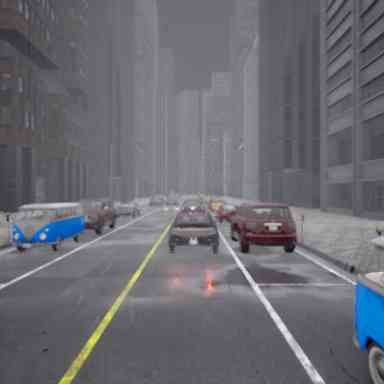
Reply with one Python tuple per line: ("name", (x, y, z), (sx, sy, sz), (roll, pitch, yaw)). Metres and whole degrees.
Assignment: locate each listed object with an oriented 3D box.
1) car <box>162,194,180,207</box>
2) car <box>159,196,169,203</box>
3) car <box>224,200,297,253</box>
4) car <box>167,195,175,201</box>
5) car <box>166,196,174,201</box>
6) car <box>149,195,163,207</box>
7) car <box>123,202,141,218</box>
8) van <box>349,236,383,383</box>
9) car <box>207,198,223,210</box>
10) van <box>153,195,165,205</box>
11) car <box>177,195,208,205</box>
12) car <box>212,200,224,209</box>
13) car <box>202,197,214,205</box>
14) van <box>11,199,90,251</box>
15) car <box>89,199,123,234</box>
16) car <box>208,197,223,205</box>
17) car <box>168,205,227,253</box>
("car", (-3.074, 1.543, 50.838), (1.837, 1.490, 4.892), (0, 0, 0))
("car", (-5.754, 1.586, 69.633), (1.752, 1.417, 4.829), (0, 0, 0))
("car", (2.765, 1.325, 13.718), (2.192, 1.841, 5.009), (0, 0, 0))
("car", (-5.751, 1.543, 92.241), (1.967, 1.590, 4.097), (0, 0, 0))
("car", (-5.751, 1.658, 86.631), (1.947, 1.339, 4.313), (0, 0, 0))
("car", (-5.755, 1.482, 52.975), (1.967, 1.590, 4.097), (0, 0, 0))
("car", (-5.758, 1.573, 30.536), (2.008, 1.369, 4.403), (0, 0, 0))
("van", (2.764, 1.343, 2.499), (1.690, 1.788, 3.998), (0, 0, 0))
("car", (3.151, 1.539, 45.642), (1.837, 1.490, 4.892), (0, 0, 0))
("van", (-5.754, 1.388, 58.585), (1.690, 1.788, 3.998), (0, 0, 0))
("car", (0.073, 1.372, 28.788), (2.097, 1.767, 4.553), (0, 0, 0))
("car", (2.766, 1.563, 24.936), (1.887, 1.381, 4.507), (0, 0, 0))
("car", (2.771, 1.572, 58.761), (1.752, 1.417, 4.829), (0, 0, 0))
("van", (-5.760, 1.351, 13.708), (1.690, 1.788, 3.998), (0, 0, 0))
("car", (-5.759, 1.329, 19.318), (2.192, 1.841, 5.009), (0, 0, 0))
("car", (3.155, 1.487, 38.832), (1.801, 1.575, 5.366), (0, 0, 0))
("car", (0.070, 1.501, 13.774), (2.128, 1.511, 4.902), (0, 0, 0))
